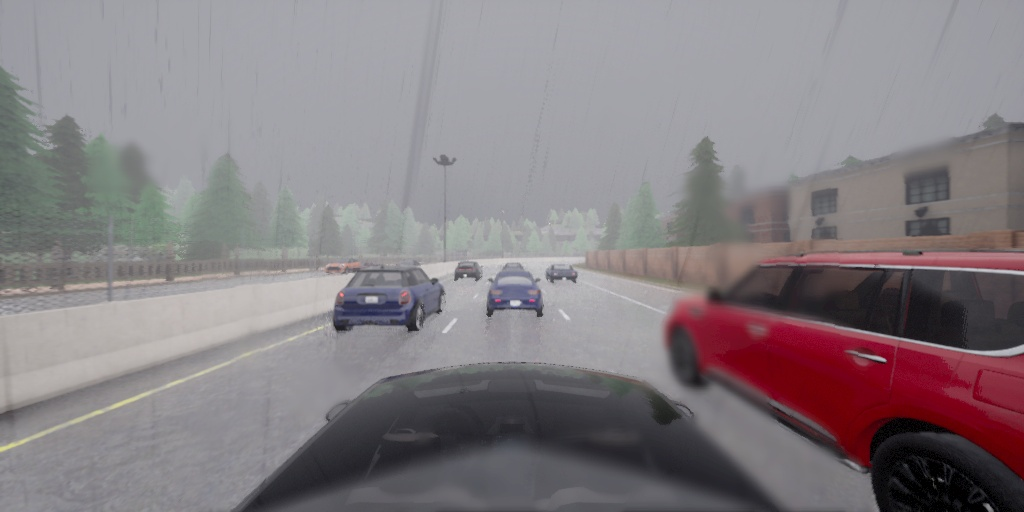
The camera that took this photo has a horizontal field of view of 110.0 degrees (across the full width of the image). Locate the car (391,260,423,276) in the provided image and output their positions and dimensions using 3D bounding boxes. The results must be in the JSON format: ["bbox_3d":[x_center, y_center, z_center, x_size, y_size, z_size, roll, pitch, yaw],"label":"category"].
[{"bbox_3d":[-10.589,1.139,36.457,1.837,1.490,4.892,0,0,0],"label":"car"}]

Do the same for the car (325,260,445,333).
[{"bbox_3d":[-3.400,1.071,10.815,2.097,1.767,4.553,0,0,0],"label":"car"}]

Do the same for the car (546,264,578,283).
[{"bbox_3d":[3.601,1.266,26.837,1.895,1.301,4.718,0,0,0],"label":"car"}]

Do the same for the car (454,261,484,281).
[{"bbox_3d":[-3.398,1.164,28.472,1.837,1.490,4.892,0,0,0],"label":"car"}]

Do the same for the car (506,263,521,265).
[{"bbox_3d":[0.101,1.222,29.021,1.994,1.385,4.181,0,0,0],"label":"car"}]

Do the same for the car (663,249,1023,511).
[{"bbox_3d":[3.601,0.965,3.644,2.150,2.045,5.566,0,0,0],"label":"car"}]

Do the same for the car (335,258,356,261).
[{"bbox_3d":[-17.586,0.981,37.523,2.097,1.767,4.553,0,0,0],"label":"car"}]

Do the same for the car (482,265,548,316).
[{"bbox_3d":[0.086,1.237,13.017,1.812,1.442,4.674,0,0,0],"label":"car"}]
